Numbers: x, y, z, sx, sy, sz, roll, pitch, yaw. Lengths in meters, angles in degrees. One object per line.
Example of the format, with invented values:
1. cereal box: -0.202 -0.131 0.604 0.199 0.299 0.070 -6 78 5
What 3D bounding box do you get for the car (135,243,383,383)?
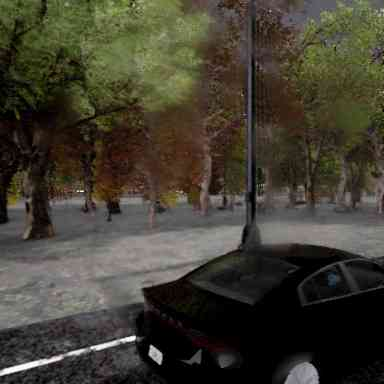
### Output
1. car: 1.689 1.475 4.717 5.008 1.535 1.882 0 0 -34
